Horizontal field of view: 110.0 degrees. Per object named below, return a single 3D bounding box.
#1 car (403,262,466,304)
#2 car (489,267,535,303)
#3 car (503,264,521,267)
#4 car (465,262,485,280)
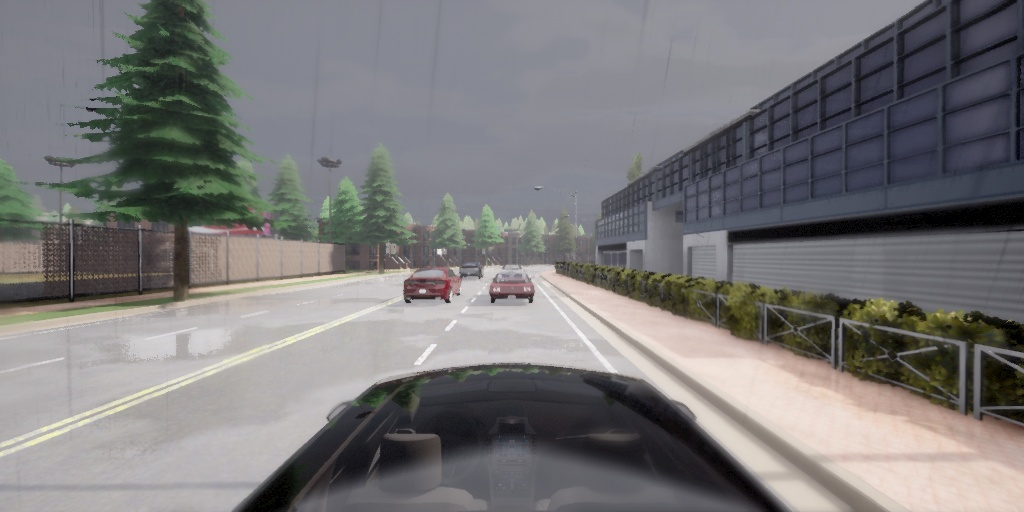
[{"bbox_3d":[-3.500,1.235,16.500,1.882,1.535,5.008,0,0,0],"label":"car"},{"bbox_3d":[0.000,1.366,16.530,1.895,1.301,4.718,0,0,0],"label":"car"},{"bbox_3d":[0.000,1.366,31.530,1.895,1.301,4.718,0,0,0],"label":"car"},{"bbox_3d":[-3.500,1.245,31.500,2.128,1.511,4.902,0,0,0],"label":"car"}]
